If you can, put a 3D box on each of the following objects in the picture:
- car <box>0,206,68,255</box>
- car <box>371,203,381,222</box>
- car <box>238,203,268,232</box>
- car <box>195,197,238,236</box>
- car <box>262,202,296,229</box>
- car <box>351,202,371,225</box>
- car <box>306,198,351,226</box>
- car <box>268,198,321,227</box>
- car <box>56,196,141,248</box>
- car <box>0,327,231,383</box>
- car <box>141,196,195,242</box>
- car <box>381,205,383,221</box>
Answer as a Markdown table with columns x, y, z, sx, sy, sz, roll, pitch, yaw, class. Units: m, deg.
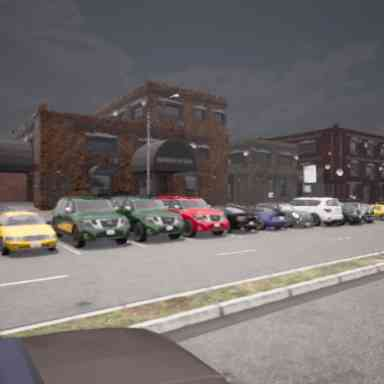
| x | y | z | sx | sy | sz | roll | pitch | yaw | class |
| --- | --- | --- | --- | --- | --- | --- | --- | --- | --- |
| -6.980 | 1.488 | 13.692 | 1.946 | 1.575 | 5.366 | 0 | 0 | -36 | car |
| 13.006 | 1.662 | 28.372 | 2.185 | 1.767 | 4.553 | 1 | -1 | -36 | car |
| 1.835 | 1.569 | 20.305 | 2.097 | 1.535 | 5.008 | 1 | 0 | -36 | car |
| -0.382 | 1.290 | 18.669 | 2.435 | 2.045 | 5.566 | 1 | 0 | -36 | car |
| 4.042 | 1.637 | 21.948 | 2.163 | 1.488 | 4.792 | 1 | -1 | -36 | car |
| 10.774 | 1.490 | 26.757 | 2.435 | 2.045 | 5.566 | 1 | -1 | -36 | car |
| 8.509 | 1.443 | 25.185 | 2.435 | 2.045 | 5.566 | 1 | -1 | -36 | car |
| 6.275 | 1.523 | 23.569 | 2.185 | 1.767 | 4.553 | 1 | -1 | -36 | car |
| -4.844 | 1.251 | 15.435 | 2.435 | 2.045 | 5.566 | 0 | 0 | -36 | car |
| -2.102 | 1.548 | 1.623 | 5.357 | 1.411 | 2.033 | 0 | 0 | -36 | car |
| -2.611 | 1.265 | 17.054 | 2.435 | 2.045 | 5.566 | 0 | 0 | -36 | car |
| 17.343 | 1.876 | 31.784 | 1.946 | 1.575 | 5.366 | 1 | -1 | -36 | car |
